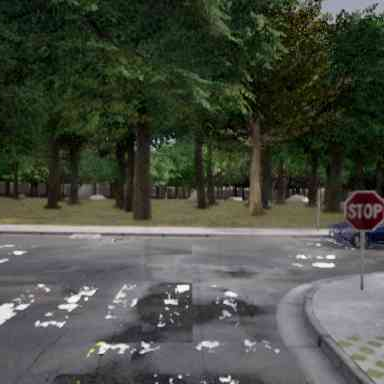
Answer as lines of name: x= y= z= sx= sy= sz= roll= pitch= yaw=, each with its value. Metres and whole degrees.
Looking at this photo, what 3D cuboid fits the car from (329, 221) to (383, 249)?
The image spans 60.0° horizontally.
car: x=8.235 y=1.535 z=13.991 sx=4.674 sy=1.442 sz=1.812 roll=0 pitch=1 yaw=0
